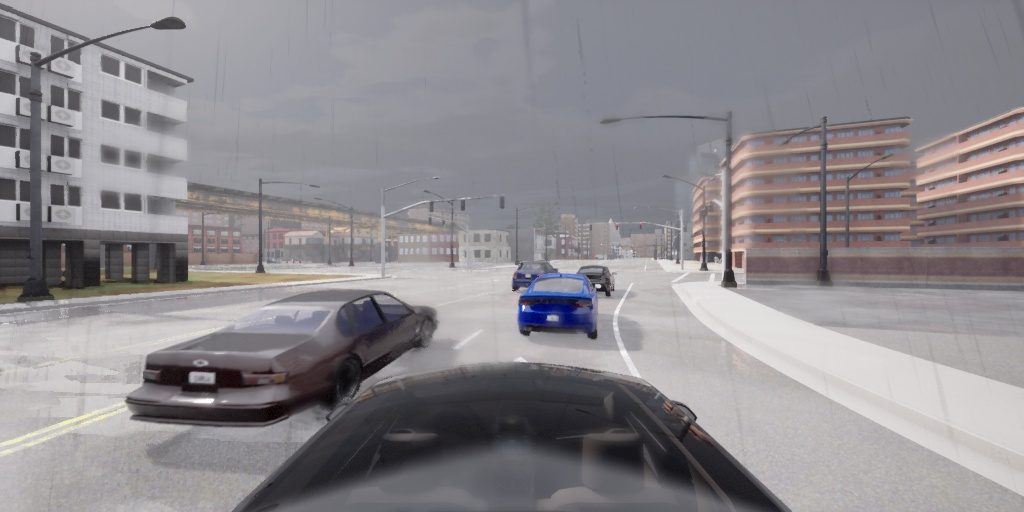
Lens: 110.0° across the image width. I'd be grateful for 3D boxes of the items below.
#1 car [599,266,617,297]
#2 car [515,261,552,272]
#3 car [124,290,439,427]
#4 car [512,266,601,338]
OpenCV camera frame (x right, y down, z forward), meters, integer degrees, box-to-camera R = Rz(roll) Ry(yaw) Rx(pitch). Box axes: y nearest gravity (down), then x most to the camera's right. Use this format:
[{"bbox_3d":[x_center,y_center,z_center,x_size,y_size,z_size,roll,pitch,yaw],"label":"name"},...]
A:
[{"bbox_3d":[4.447,1.255,19.236,1.837,1.490,4.892,0,0,19],"label":"car"},{"bbox_3d":[1.614,1.103,21.567,2.097,1.767,4.553,0,0,20],"label":"car"},{"bbox_3d":[-2.903,1.298,6.179,2.033,1.411,5.357,0,0,6],"label":"car"},{"bbox_3d":[1.501,1.228,10.319,1.882,1.535,5.008,0,0,14],"label":"car"}]
